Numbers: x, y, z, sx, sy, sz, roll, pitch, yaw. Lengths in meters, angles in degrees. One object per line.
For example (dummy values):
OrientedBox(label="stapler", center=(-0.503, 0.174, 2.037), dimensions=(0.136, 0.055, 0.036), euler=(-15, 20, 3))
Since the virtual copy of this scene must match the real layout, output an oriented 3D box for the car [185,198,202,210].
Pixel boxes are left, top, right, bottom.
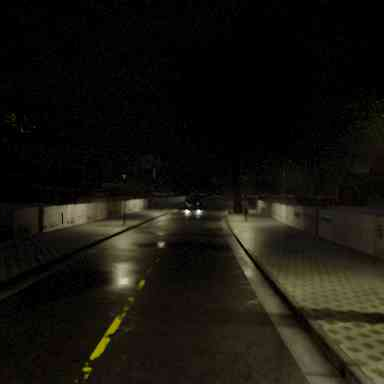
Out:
OrientedBox(label="car", center=(0.272, 1.599, 47.421), dimensions=(2.097, 1.767, 4.553), euler=(0, 0, 7))
